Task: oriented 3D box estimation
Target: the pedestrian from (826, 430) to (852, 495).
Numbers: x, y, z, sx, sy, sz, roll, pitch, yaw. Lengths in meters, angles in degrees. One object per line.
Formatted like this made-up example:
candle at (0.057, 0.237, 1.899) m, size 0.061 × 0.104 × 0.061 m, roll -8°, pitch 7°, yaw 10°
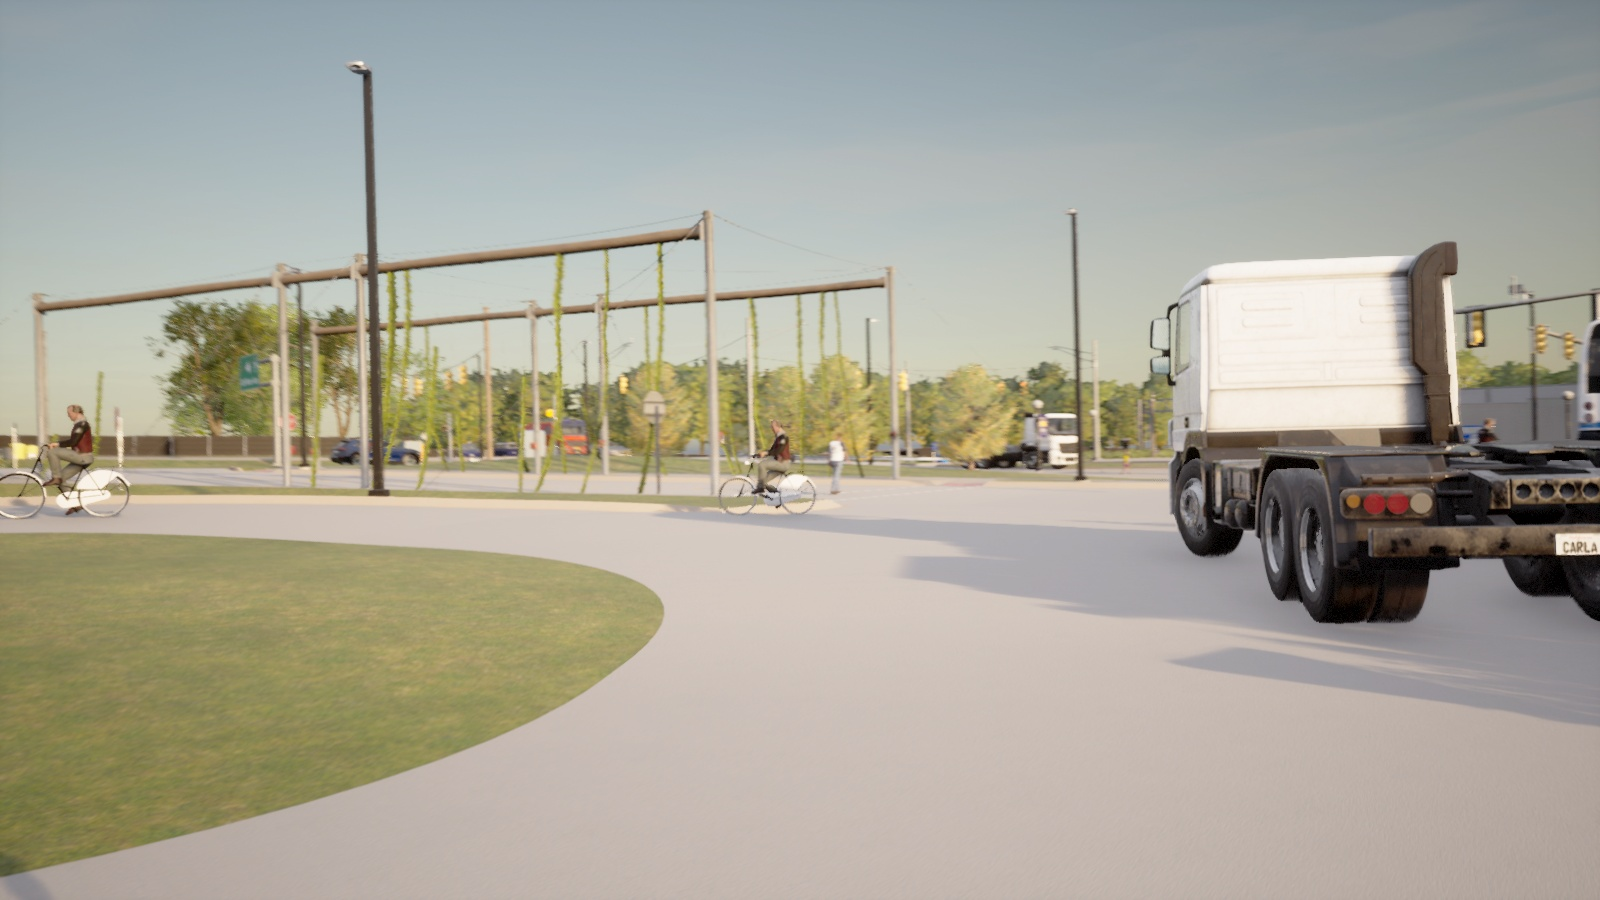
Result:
pedestrian at (1.119, 0.361, 36.093) m, size 0.354 × 1.836 × 0.706 m, roll -2°, pitch 0°, yaw 38°

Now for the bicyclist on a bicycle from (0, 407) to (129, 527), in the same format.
bicyclist on a bicycle at (-11.333, 0.247, 19.238) m, size 1.843 × 1.776 × 0.659 m, roll 0°, pitch 0°, yaw -28°

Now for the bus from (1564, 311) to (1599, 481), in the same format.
bus at (24.693, -1.359, 34.097) m, size 10.273 × 4.253 × 3.944 m, roll 0°, pitch -1°, yaw -42°

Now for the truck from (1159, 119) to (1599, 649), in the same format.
truck at (5.618, -0.500, 12.187) m, size 2.891 × 3.462 × 7.936 m, roll -2°, pitch 1°, yaw 8°

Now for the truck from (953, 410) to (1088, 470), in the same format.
truck at (13.273, -0.562, 76.273) m, size 2.891 × 3.462 × 7.936 m, roll -1°, pitch 0°, yaw -42°

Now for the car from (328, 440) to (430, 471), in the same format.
car at (-23.053, 0.327, 68.838) m, size 4.856 × 1.649 × 2.033 m, roll 0°, pitch -1°, yaw -39°

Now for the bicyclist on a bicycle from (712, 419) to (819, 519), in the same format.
bicyclist on a bicycle at (-0.630, 0.342, 23.001) m, size 1.843 × 1.776 × 0.659 m, roll 0°, pitch -1°, yaw -15°
